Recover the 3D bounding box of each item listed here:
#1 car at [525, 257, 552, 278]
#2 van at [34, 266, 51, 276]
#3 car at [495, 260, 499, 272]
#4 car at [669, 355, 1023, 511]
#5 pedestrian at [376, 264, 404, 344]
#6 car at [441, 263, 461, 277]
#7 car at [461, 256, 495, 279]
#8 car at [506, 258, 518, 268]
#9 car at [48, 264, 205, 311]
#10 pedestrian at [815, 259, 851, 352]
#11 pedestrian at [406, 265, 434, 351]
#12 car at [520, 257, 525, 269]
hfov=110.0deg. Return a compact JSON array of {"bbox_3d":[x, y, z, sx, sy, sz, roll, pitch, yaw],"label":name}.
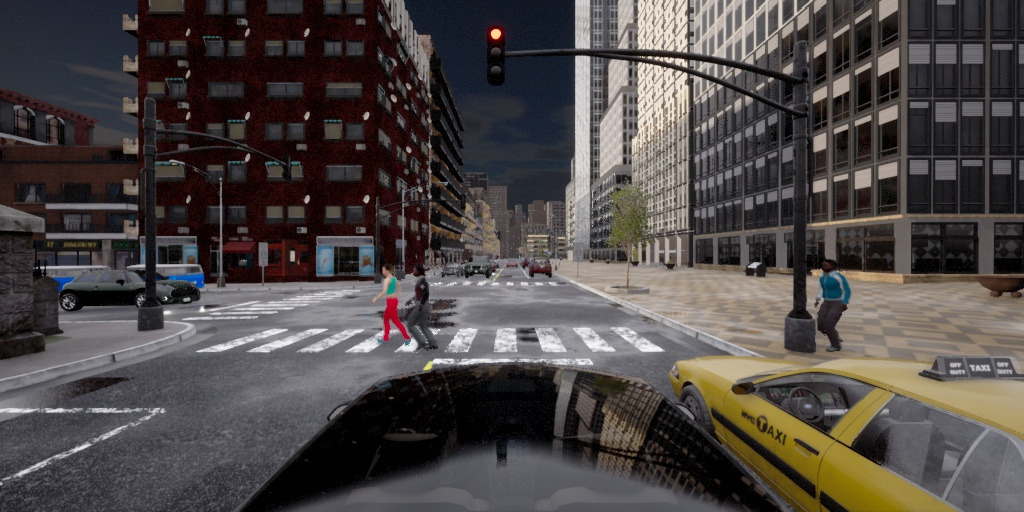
[{"bbox_3d":[2.702,1.074,34.595,2.192,1.841,5.009,0,0,0],"label":"car"},{"bbox_3d":[-26.297,1.481,21.316,3.998,1.789,1.690,0,0,0],"label":"van"},{"bbox_3d":[-3.075,1.119,44.015,2.097,1.767,4.553,0,0,0],"label":"car"},{"bbox_3d":[2.689,1.275,2.353,1.751,1.417,4.829,0,0,0],"label":"car"},{"bbox_3d":[-2.733,1.059,8.066,0.375,1.860,0.375,0,0,0],"label":"pedestrian"},{"bbox_3d":[-5.678,1.309,34.599,2.007,1.370,4.403,0,0,0],"label":"car"},{"bbox_3d":[-3.072,0.980,33.655,2.150,2.045,5.566,0,0,0],"label":"car"},{"bbox_3d":[0.024,1.359,63.789,1.994,1.385,4.181,0,0,0],"label":"car"},{"bbox_3d":[-16.429,1.352,15.612,4.553,1.767,2.097,-1,0,-1],"label":"car"},{"bbox_3d":[6.097,0.891,6.850,0.375,1.860,0.375,0,0,0],"label":"pedestrian"},{"bbox_3d":[-1.924,1.053,7.532,0.375,1.860,0.375,0,0,0],"label":"pedestrian"},{"bbox_3d":[2.711,1.099,56.700,2.192,1.841,5.009,0,0,0],"label":"car"}]
